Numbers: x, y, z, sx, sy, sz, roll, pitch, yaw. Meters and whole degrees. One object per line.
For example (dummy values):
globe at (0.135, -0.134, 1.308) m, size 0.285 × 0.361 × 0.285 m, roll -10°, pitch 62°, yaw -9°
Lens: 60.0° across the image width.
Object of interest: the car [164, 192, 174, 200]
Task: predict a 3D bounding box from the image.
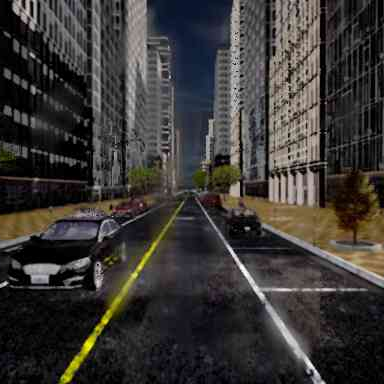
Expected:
car at (-5.973, 1.023, 86.178) m, size 2.192 × 1.841 × 5.009 m, roll -1°, pitch 0°, yaw 0°

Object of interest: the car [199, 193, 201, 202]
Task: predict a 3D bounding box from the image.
car at (2.535, 1.159, 46.421) m, size 2.192 × 1.841 × 5.009 m, roll -1°, pitch 0°, yaw 0°

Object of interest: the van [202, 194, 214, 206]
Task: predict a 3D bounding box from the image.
van at (2.517, 1.165, 52.104) m, size 1.690 × 1.788 × 3.998 m, roll -1°, pitch 0°, yaw 0°

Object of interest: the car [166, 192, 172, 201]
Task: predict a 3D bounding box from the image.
car at (-5.916, 1.320, 69.129) m, size 2.008 × 1.369 × 4.403 m, roll -1°, pitch 0°, yaw 0°

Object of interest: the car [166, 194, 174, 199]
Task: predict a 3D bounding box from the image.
car at (-5.989, 1.270, 91.863) m, size 1.802 × 1.307 × 4.206 m, roll -1°, pitch 0°, yaw 0°

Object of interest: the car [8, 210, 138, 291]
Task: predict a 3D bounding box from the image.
car at (-3.023, 1.463, 9.050) m, size 2.128 × 1.511 × 4.902 m, roll 0°, pitch 0°, yaw 0°

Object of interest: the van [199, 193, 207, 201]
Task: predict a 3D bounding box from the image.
van at (2.444, 1.086, 74.838) m, size 1.690 × 1.788 × 3.998 m, roll -1°, pitch 0°, yaw 0°

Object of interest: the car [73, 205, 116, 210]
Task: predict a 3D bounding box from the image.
car at (-5.752, 1.493, 17.976) m, size 2.008 × 1.369 × 4.403 m, roll -1°, pitch 0°, yaw 0°

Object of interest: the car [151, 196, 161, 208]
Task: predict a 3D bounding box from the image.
car at (-5.843, 1.373, 46.224) m, size 1.752 × 1.417 × 4.829 m, roll -1°, pitch 0°, yaw 0°

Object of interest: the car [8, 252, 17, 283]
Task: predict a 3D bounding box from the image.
car at (-5.716, 1.531, 6.609) m, size 2.008 × 1.369 × 4.403 m, roll -1°, pitch 0°, yaw 0°

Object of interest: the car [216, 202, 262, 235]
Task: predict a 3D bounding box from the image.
car at (2.629, 1.490, 18.003) m, size 2.008 × 1.369 × 4.403 m, roll -1°, pitch 0°, yaw 0°

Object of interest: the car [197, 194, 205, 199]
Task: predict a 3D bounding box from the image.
car at (2.391, 1.235, 91.890) m, size 2.008 × 1.369 × 4.403 m, roll -1°, pitch 0°, yaw 0°

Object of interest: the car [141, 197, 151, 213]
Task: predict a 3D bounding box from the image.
car at (-5.808, 1.326, 35.026) m, size 1.967 × 1.590 × 4.097 m, roll -1°, pitch 0°, yaw 0°

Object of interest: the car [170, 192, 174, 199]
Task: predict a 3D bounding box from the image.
car at (-5.954, 1.169, 80.495) m, size 1.967 × 1.590 × 4.097 m, roll -1°, pitch 0°, yaw 0°

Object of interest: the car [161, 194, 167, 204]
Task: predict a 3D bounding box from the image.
car at (-5.880, 1.374, 57.761) m, size 1.947 × 1.339 × 4.313 m, roll -1°, pitch 0°, yaw 0°

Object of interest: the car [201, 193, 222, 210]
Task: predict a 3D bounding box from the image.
car at (2.553, 1.178, 40.737) m, size 2.192 × 1.841 × 5.009 m, roll -1°, pitch 0°, yaw 0°

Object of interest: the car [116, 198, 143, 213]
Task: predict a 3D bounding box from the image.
car at (-5.788, 1.487, 29.343) m, size 1.802 × 1.307 × 4.206 m, roll -1°, pitch 0°, yaw 0°
